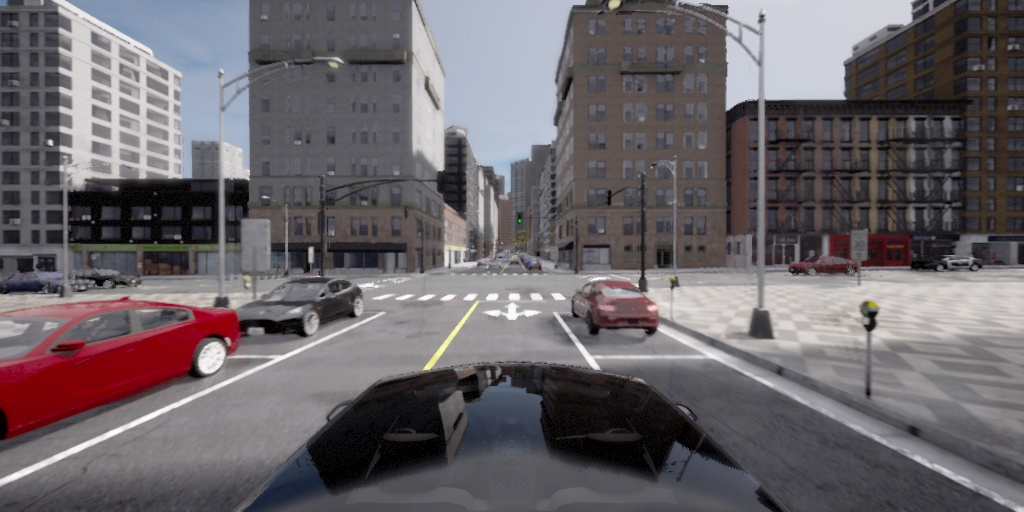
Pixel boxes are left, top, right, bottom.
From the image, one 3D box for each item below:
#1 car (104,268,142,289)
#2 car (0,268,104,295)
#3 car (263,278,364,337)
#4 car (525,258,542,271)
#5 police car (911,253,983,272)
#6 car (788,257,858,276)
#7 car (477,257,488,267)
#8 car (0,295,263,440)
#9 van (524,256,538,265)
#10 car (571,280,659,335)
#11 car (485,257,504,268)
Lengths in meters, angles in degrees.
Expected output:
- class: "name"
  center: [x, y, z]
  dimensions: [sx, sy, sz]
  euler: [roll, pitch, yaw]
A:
- class: "car"
  center: [-30.103, 1.613, 26.204]
  dimensions: [5.008, 1.535, 1.882]
  euler: [-1, 0, 1]
- class: "car"
  center: [-30.157, 1.699, 22.959]
  dimensions: [5.357, 1.411, 2.033]
  euler: [-1, 0, 0]
- class: "car"
  center: [-5.761, 1.315, 10.249]
  dimensions: [1.948, 1.339, 4.313]
  euler: [0, 0, 0]
- class: "car"
  center: [3.046, 1.262, 47.457]
  dimensions: [1.802, 1.307, 4.207]
  euler: [0, 0, 1]
- class: "police car"
  center: [39.275, 0.581, 32.545]
  dimensions: [5.238, 1.638, 1.930]
  euler: [-1, 0, 0]
- class: "car"
  center: [25.498, 0.836, 29.444]
  dimensions: [5.008, 1.535, 1.882]
  euler: [-1, 0, 0]
- class: "car"
  center: [-5.333, 1.209, 64.194]
  dimensions: [1.802, 1.307, 4.207]
  euler: [0, 0, 1]
- class: "car"
  center: [-5.762, 1.295, 4.605]
  dimensions: [1.888, 1.381, 4.507]
  euler: [0, 0, 0]
- class: "van"
  center: [3.094, 1.005, 53.009]
  dimensions: [1.690, 1.789, 3.998]
  euler: [0, 0, 1]
- class: "car"
  center: [2.765, 1.331, 10.246]
  dimensions: [1.802, 1.307, 4.207]
  euler: [0, 0, 0]
- class: "car"
  center: [-2.680, 1.254, 56.660]
  dimensions: [1.895, 1.301, 4.718]
  euler: [0, 0, 1]
